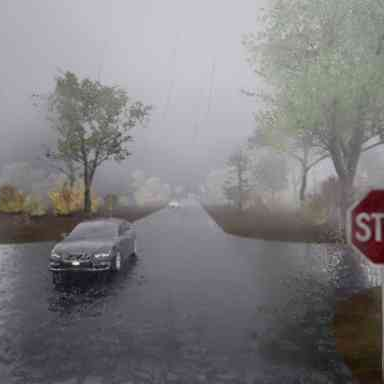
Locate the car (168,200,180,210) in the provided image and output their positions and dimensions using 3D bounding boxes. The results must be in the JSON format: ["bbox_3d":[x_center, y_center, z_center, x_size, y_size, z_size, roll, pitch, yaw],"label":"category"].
[{"bbox_3d":[-2.995,2.108,55.211,1.812,1.442,4.674,0,-1,0],"label":"car"}]

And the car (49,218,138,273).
[{"bbox_3d":[-3.001,1.655,11.035,1.837,1.490,4.892,0,-2,0],"label":"car"}]
